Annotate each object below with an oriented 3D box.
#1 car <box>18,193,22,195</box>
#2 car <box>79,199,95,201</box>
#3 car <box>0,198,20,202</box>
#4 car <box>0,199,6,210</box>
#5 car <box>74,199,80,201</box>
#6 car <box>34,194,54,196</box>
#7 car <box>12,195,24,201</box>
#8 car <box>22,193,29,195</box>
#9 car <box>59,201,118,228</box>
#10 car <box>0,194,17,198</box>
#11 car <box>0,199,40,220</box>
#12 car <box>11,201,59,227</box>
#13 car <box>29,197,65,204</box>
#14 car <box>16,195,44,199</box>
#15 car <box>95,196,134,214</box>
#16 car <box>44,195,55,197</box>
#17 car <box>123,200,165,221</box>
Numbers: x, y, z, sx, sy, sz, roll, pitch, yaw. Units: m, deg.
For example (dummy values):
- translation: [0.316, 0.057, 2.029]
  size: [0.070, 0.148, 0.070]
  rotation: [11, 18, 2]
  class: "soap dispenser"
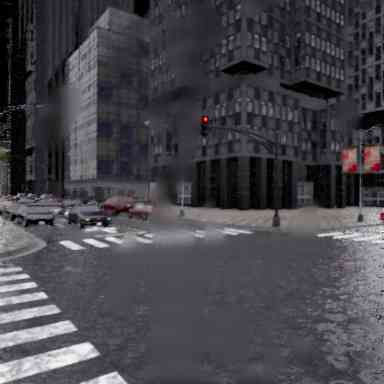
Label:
- translation: [-37.275, 1.202, 73.027]
  size: [2.192, 1.841, 5.009]
  rotation: [0, 0, -36]
  class: "car"
- translation: [-10.512, 1.551, 36.713]
  size: [1.947, 1.339, 4.313]
  rotation: [0, 0, -36]
  class: "car"
- translation: [-17.377, 1.531, 31.658]
  size: [1.802, 1.307, 4.206]
  rotation: [1, 0, -36]
  class: "car"
- translation: [-24.069, 1.499, 40.737]
  size: [1.802, 1.307, 4.206]
  rotation: [0, 0, -36]
  class: "car"
- translation: [-13.857, 1.534, 41.252]
  size: [1.947, 1.339, 4.313]
  rotation: [0, 0, -36]
  class: "car"
- translation: [-23.893, 1.243, 54.870]
  size: [2.192, 1.841, 5.009]
  rotation: [0, 0, -36]
  class: "car"
- translation: [-40.722, 1.404, 77.701]
  size: [1.752, 1.417, 4.829]
  rotation: [0, 0, -36]
  class: "car"
- translation: [-30.584, 1.222, 63.948]
  size: [2.192, 1.841, 5.009]
  rotation: [0, 0, -36]
  class: "car"
- translation: [-7.107, 1.555, 22.424]
  size: [2.033, 1.411, 5.357]
  rotation: [0, 0, -34]
  class: "car"
- translation: [-20.721, 1.372, 36.197]
  size: [1.967, 1.590, 4.097]
  rotation: [1, 0, -36]
  class: "car"
- translation: [-14.031, 1.533, 27.119]
  size: [1.947, 1.339, 4.313]
  rotation: [1, 0, -36]
  class: "car"
- translation: [-10.684, 1.553, 22.579]
  size: [1.947, 1.339, 4.313]
  rotation: [1, 0, -36]
  class: "car"
- translation: [-12.993, 1.464, 30.356]
  size: [2.128, 1.511, 4.902]
  rotation: [0, 0, -36]
  class: "car"
- translation: [-19.101, 1.446, 38.662]
  size: [1.837, 1.490, 4.892]
  rotation: [0, 0, -36]
  class: "car"
- translation: [-7.165, 1.318, 32.175]
  size: [2.192, 1.841, 5.009]
  rotation: [1, 0, -36]
  class: "car"
- translation: [-20.549, 1.485, 50.330]
  size: [1.887, 1.381, 4.507]
  rotation: [0, 0, -36]
  class: "car"
- translation: [-3.821, 1.606, 27.635]
  size: [1.802, 1.307, 4.206]
  rotation: [1, 0, -36]
  class: "car"
